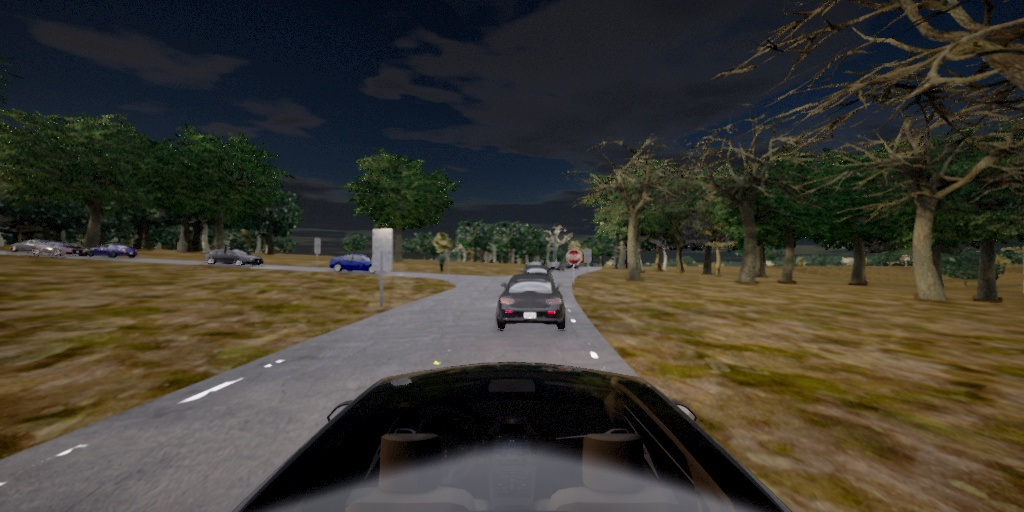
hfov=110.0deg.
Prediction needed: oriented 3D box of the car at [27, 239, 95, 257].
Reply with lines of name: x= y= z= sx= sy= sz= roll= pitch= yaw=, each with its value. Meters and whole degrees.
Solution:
car: x=-43.741 y=-0.650 z=34.832 sx=4.181 sy=1.385 sz=1.994 roll=2 pitch=-1 yaw=9

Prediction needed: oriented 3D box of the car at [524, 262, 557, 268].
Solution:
car: x=1.398 y=1.247 z=21.182 sx=1.812 sy=1.442 sz=4.674 roll=0 pitch=0 yaw=2

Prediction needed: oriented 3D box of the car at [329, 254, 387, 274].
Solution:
car: x=-12.644 y=0.610 z=29.923 sx=5.008 sy=1.535 sz=1.882 roll=3 pitch=-1 yaw=8

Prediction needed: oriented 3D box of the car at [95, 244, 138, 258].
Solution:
car: x=-41.833 y=-0.561 z=37.640 sx=4.674 sy=1.442 sz=1.812 roll=3 pitch=-1 yaw=9

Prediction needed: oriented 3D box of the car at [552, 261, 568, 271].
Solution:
car: x=6.500 y=1.525 z=52.910 sx=1.837 sy=1.490 sz=4.892 roll=0 pitch=0 yaw=19

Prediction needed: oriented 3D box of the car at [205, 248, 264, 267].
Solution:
car: x=-24.592 y=0.119 z=31.792 sx=4.892 sy=1.490 sz=1.837 roll=2 pitch=-1 yaw=9

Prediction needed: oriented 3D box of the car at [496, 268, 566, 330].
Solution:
car: x=0.597 y=1.253 z=10.910 sx=1.812 sy=1.442 sz=4.674 roll=0 pitch=0 yaw=4

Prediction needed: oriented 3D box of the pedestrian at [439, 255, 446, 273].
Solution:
pedestrian: x=-6.936 y=0.760 z=35.455 sx=0.375 sy=1.860 sz=0.375 roll=0 pitch=-4 yaw=9
